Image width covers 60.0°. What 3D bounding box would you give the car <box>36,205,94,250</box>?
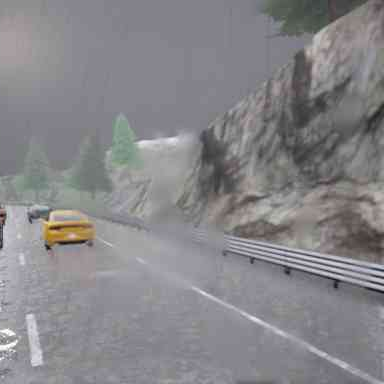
[{"bbox_3d":[-5.866,1.595,15.308,1.882,1.535,5.008,0,0,-28],"label":"car"}]

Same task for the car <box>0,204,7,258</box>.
[{"bbox_3d":[-7.886,1.333,11.636,2.150,2.045,5.566,0,0,-28],"label":"car"}]

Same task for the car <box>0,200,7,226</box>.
[{"bbox_3d":[-15.543,1.584,25.724,2.097,1.767,4.553,0,0,-29],"label":"car"}]

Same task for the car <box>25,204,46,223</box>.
[{"bbox_3d":[-12.828,1.754,28.057,1.812,1.442,4.674,0,0,-29],"label":"car"}]
